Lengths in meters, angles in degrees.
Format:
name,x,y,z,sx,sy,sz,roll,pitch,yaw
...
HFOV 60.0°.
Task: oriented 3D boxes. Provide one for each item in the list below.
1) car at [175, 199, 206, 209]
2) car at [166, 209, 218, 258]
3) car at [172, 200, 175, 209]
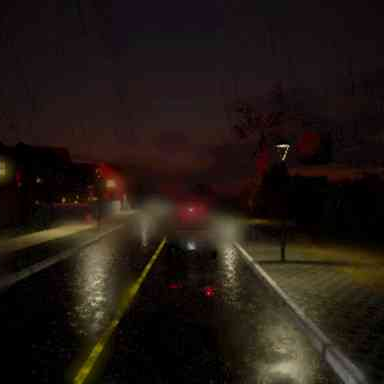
name,x,y,z,sx,sy,sz,roll,pitch,yaw
car,0.004,1.567,27.586,2.150,2.045,5.566,0,0,0
car,0.014,1.648,13.514,2.128,1.511,4.902,0,-1,0
car,-2.784,2.293,64.631,2.097,1.767,4.553,0,-1,1
